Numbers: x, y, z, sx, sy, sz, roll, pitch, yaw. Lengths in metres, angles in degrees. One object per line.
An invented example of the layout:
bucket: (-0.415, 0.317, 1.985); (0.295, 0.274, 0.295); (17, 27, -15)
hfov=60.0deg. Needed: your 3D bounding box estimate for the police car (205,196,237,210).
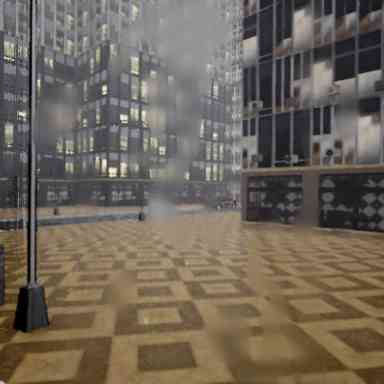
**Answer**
police car: (3.666, 1.388, 42.399); (1.930, 1.638, 5.238); (1, 1, 44)
